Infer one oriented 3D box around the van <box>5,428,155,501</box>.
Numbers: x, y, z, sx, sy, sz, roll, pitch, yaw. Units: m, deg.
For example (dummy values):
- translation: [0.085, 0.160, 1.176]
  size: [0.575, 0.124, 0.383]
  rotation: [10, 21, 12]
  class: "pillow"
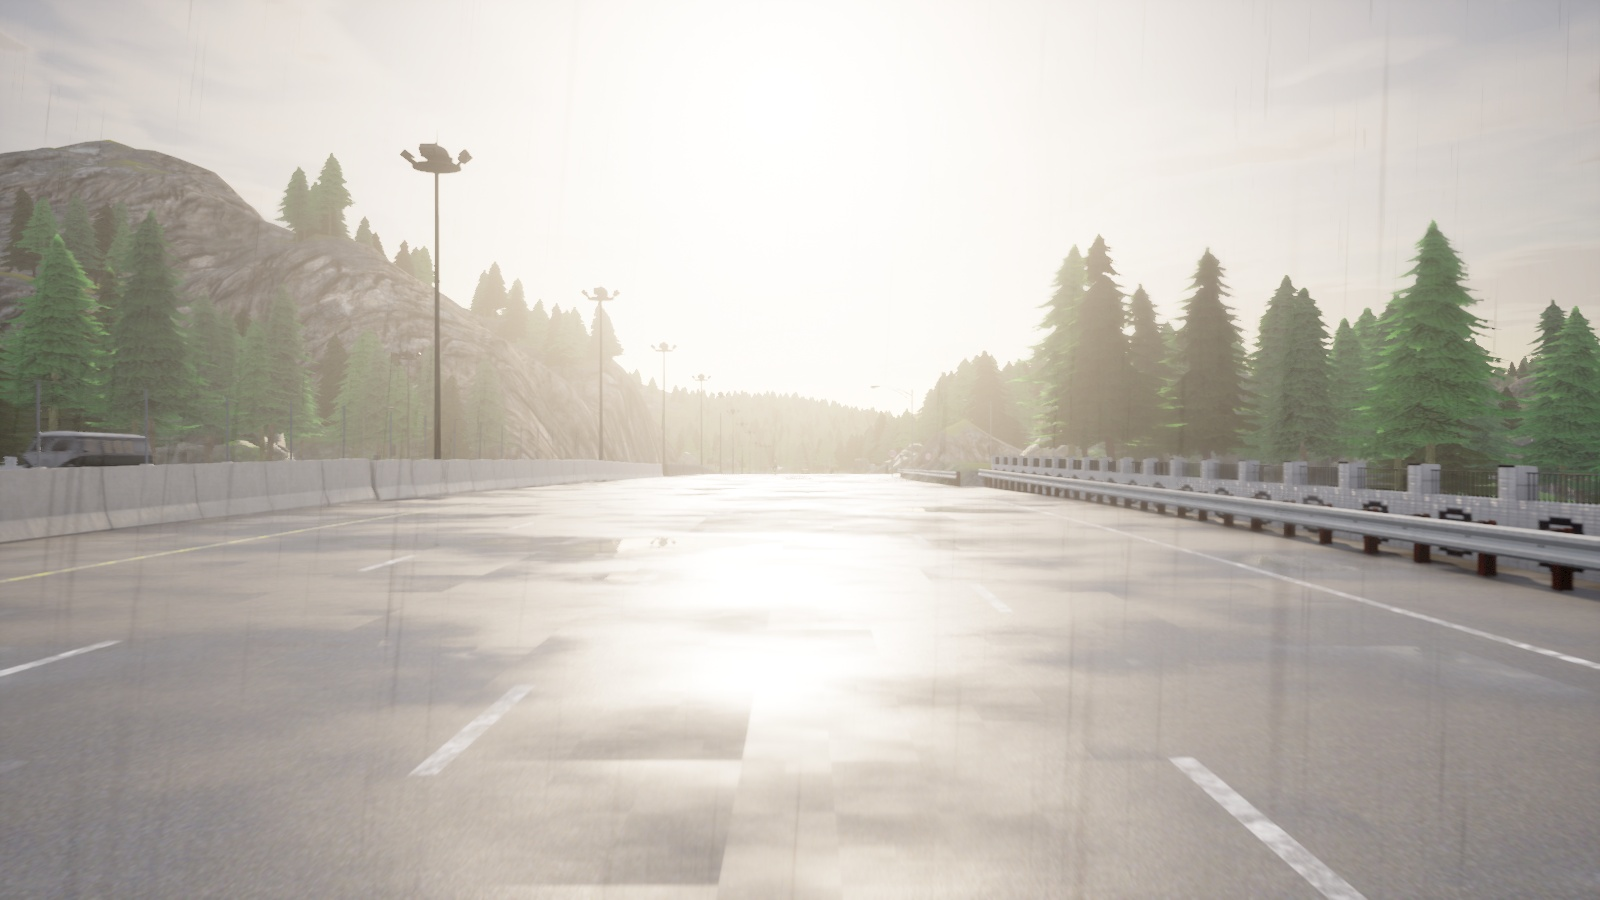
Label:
- translation: [-20.778, 0.428, 36.459]
  size: [1.775, 1.987, 4.442]
  rotation: [0, -1, 0]
  class: "van"
